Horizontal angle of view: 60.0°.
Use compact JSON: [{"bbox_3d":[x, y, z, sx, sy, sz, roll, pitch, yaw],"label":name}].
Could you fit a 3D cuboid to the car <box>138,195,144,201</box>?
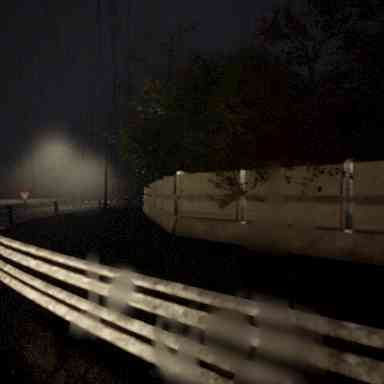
[{"bbox_3d":[-13.996,1.676,93.731,1.837,1.490,4.892,0,0,4],"label":"car"}]
